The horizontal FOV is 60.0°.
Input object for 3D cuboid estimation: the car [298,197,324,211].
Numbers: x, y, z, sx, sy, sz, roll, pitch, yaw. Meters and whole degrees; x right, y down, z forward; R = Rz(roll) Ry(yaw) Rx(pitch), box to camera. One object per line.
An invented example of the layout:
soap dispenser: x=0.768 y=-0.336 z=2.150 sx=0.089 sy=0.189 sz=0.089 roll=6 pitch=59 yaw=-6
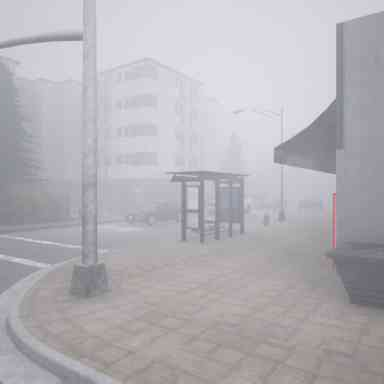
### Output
car: x=13.718 y=1.329 z=38.217 sx=1.837 sy=1.490 sz=4.892 roll=0 pitch=0 yaw=36

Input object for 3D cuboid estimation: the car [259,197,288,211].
car: x=9.488 y=1.301 z=38.587 sx=1.882 sy=1.535 sz=5.008 roll=0 pitch=0 yaw=36

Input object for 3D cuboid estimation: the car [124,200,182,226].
car: x=-2.342 y=1.328 z=22.191 sx=1.837 sy=1.490 sz=4.892 roll=0 pitch=0 yaw=36

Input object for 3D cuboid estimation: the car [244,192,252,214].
car: x=3.544 y=1.045 z=30.373 sx=2.150 sy=2.045 sz=5.566 roll=0 pitch=0 yaw=36
